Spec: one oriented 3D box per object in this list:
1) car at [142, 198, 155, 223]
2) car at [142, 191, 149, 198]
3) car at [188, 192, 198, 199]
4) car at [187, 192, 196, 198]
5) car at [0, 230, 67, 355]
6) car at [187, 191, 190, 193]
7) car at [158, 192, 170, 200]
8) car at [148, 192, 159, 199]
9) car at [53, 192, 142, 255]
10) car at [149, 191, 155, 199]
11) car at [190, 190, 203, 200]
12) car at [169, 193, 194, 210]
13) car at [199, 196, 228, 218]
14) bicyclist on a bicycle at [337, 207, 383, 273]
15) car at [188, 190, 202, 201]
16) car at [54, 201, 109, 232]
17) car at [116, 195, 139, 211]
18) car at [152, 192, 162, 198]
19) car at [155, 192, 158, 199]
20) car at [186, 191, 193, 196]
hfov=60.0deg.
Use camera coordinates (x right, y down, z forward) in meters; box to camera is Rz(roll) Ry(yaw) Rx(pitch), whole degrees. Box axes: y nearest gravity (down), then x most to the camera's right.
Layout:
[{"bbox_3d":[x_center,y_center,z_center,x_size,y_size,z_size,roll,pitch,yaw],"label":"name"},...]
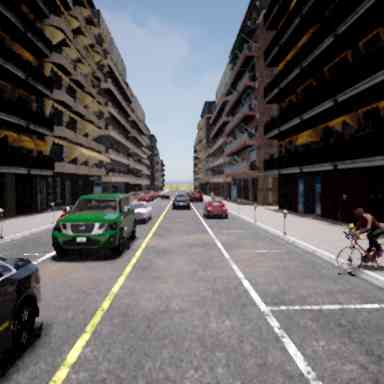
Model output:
[{"bbox_3d":[-3.870,1.368,23.005,1.895,1.301,4.718,0,1,-2],"label":"car"},{"bbox_3d":[-7.193,0.882,42.411,2.192,1.841,5.009,-1,1,-2],"label":"car"},{"bbox_3d":[0.128,0.717,71.077,1.887,1.381,4.507,-1,1,-2],"label":"car"},{"bbox_3d":[-0.071,0.670,76.737,1.947,1.339,4.313,-1,1,-2],"label":"car"},{"bbox_3d":[-3.166,1.478,3.203,2.128,1.511,4.902,0,1,-2],"label":"car"},{"bbox_3d":[-1.635,0.969,49.548,1.812,1.442,4.674,0,1,-2],"label":"car"},{"bbox_3d":[-5.402,0.828,67.776,1.895,1.301,4.718,0,1,-2],"label":"car"},{"bbox_3d":[-8.211,0.782,70.716,1.887,1.381,4.507,-1,1,-2],"label":"car"},{"bbox_3d":[-3.523,1.099,13.075,2.150,2.045,5.566,0,1,-2],"label":"car"},{"bbox_3d":[-7.597,0.982,53.735,1.887,1.381,4.507,-1,1,-2],"label":"car"},{"bbox_3d":[0.737,0.687,54.092,2.192,1.841,5.009,-1,1,-2],"label":"car"},{"bbox_3d":[-1.171,1.154,36.649,1.994,1.385,4.181,0,1,-2],"label":"car"},{"bbox_3d":[1.767,1.275,25.794,1.802,1.307,4.206,-2,1,-2],"label":"car"},{"bbox_3d":[4.431,1.199,8.412,1.656,1.620,0.582,-5,1,-2],"label":"bicyclist on a bicycle"},{"bbox_3d":[0.532,0.621,59.753,2.192,1.841,5.009,-1,1,-2],"label":"car"},{"bbox_3d":[-6.368,1.367,19.772,1.887,1.381,4.507,-1,1,-2],"label":"car"},{"bbox_3d":[-6.977,1.158,36.582,1.752,1.417,4.829,-1,1,-2],"label":"car"},{"bbox_3d":[-8.620,0.667,82.039,1.947,1.339,4.313,-1,1,-2],"label":"car"},{"bbox_3d":[-7.807,0.686,59.391,2.192,1.841,5.009,-1,1,-2],"label":"car"},{"bbox_3d":[-0.656,0.464,93.719,1.947,1.339,4.313,-1,1,-2],"label":"car"}]
